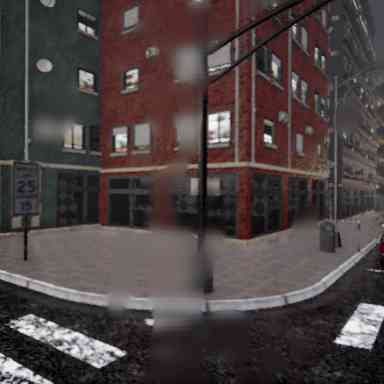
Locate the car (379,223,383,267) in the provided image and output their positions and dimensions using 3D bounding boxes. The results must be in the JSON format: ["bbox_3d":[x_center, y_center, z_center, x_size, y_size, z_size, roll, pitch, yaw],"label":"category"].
[{"bbox_3d":[7.990,1.589,11.824,2.192,1.841,5.009,-1,-2,35],"label":"car"}]
